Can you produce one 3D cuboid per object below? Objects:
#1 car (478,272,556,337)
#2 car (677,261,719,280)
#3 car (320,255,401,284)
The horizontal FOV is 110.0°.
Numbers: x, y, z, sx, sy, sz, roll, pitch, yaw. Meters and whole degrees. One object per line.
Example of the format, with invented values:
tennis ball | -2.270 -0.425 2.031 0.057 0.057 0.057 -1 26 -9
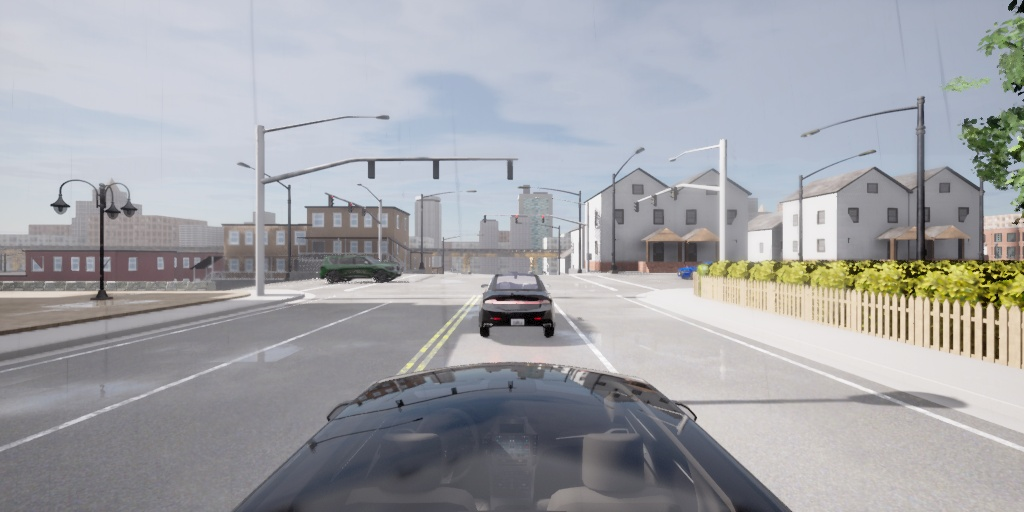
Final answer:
car | 0.114 1.241 10.311 2.128 1.511 4.902 0 0 0
car | 16.655 1.227 30.356 5.008 1.535 1.882 0 0 -1
car | -11.072 0.950 26.299 5.566 2.045 2.150 -1 0 -1
